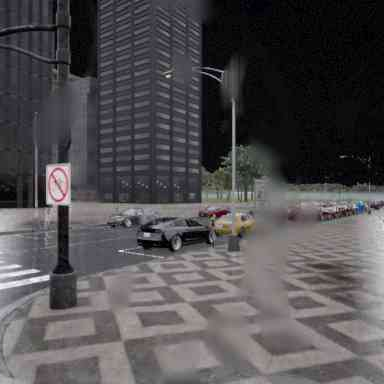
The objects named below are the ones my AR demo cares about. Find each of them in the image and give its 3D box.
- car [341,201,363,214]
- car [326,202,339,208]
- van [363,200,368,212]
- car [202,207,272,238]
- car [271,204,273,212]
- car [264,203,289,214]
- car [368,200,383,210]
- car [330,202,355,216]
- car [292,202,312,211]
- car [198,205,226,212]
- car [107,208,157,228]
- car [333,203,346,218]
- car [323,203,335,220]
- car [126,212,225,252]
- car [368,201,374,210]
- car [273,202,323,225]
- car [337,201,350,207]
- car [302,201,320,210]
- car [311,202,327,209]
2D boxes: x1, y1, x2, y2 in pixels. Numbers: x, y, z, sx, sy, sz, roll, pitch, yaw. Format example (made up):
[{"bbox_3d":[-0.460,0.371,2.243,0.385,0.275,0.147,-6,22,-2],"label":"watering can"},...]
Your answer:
[{"bbox_3d":[22.349,2.294,47.063,1.967,1.590,4.097,-1,-2,35],"label":"car"},{"bbox_3d":[31.794,2.891,74.989,1.802,1.307,4.206,-1,-2,35],"label":"car"},{"bbox_3d":[25.625,2.289,51.660,1.690,1.788,3.998,-1,-2,35],"label":"van"},{"bbox_3d":[2.789,1.824,19.627,1.752,1.417,4.829,-1,-2,35],"label":"car"},{"bbox_3d":[8.858,2.210,42.824,2.008,1.369,4.403,-1,-2,35],"label":"car"},{"bbox_3d":[12.134,2.305,47.418,2.008,1.369,4.403,-1,-2,35],"label":"car"},{"bbox_3d":[35.455,2.539,65.447,2.192,1.841,5.009,-1,-2,35],"label":"car"},{"bbox_3d":[19.072,2.304,42.465,1.887,1.381,4.507,-1,-2,35],"label":"car"},{"bbox_3d":[18.687,2.494,56.609,2.008,1.369,4.403,-1,-2,35],"label":"car"},{"bbox_3d":[2.307,2.016,33.634,1.887,1.381,4.507,-1,-2,35],"label":"car"},{"bbox_3d":[-4.245,1.842,24.443,2.008,1.369,4.403,-1,-1,35],"label":"car"},{"bbox_3d":[15.800,2.246,37.874,1.802,1.307,4.206,-1,-2,36],"label":"car"},{"bbox_3d":[12.519,2.114,33.274,1.887,1.381,4.507,-1,-2,35],"label":"car"},{"bbox_3d":[-0.585,1.775,14.893,1.947,1.339,4.313,-1,-2,35],"label":"car"},{"bbox_3d":[28.903,2.592,56.251,2.008,1.369,4.403,-1,-2,35],"label":"car"},{"bbox_3d":[9.242,1.791,28.685,2.192,1.841,5.009,-1,-2,35],"label":"car"},{"bbox_3d":[38.346,3.037,84.179,2.008,1.369,4.403,-1,-1,35],"label":"car"},{"bbox_3d":[21.963,2.476,61.206,1.967,1.590,4.097,-1,-2,35],"label":"car"},{"bbox_3d":[25.240,2.673,65.799,1.887,1.381,4.507,-1,-2,35],"label":"car"}]
